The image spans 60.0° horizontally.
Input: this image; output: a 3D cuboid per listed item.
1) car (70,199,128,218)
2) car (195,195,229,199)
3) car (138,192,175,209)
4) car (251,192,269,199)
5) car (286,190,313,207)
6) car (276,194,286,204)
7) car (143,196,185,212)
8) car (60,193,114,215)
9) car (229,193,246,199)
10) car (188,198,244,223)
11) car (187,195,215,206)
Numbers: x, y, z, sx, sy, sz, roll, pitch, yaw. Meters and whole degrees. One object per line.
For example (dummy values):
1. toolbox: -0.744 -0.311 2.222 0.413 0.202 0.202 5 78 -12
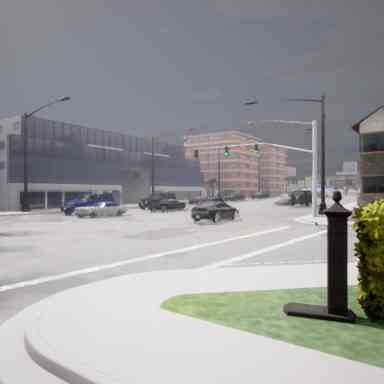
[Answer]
1. car: -8.083 1.554 29.706 1.895 1.301 4.718 0 0 35
2. car: 2.443 1.217 44.727 2.128 1.511 4.902 0 1 35
3. car: -4.180 1.072 41.378 2.150 2.045 5.566 0 1 36
4. car: 13.714 0.733 66.763 2.033 1.411 5.357 0 0 36
5. car: 14.625 0.793 43.468 2.150 2.045 5.566 0 2 35
6. car: 13.594 1.005 48.073 1.812 1.442 4.674 0 2 35
7. car: -2.826 1.493 37.210 1.895 1.301 4.718 0 1 35
8. car: -10.120 1.171 32.903 2.150 2.045 5.566 0 0 35
9. car: 7.544 0.900 58.079 2.033 1.411 5.357 0 1 35
10. car: 1.818 1.466 25.185 1.837 1.490 4.892 0 1 35
11. car: 1.423 1.246 49.370 1.895 1.301 4.718 0 2 35
